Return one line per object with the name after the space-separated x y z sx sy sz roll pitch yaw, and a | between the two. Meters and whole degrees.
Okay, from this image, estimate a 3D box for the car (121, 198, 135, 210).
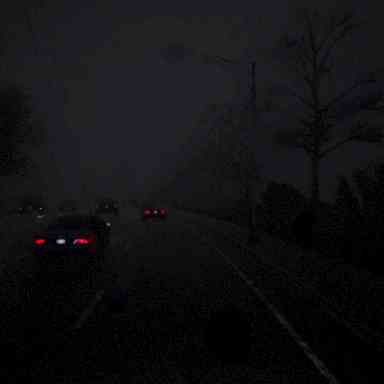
-7.969 1.484 42.086 2.128 1.511 4.902 0 0 -21 | car

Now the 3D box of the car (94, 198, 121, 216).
-8.244 1.347 31.904 2.097 1.767 4.553 0 0 -16 | car

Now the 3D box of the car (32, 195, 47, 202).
-32.804 1.430 71.445 1.812 1.442 4.674 0 0 -39 | car

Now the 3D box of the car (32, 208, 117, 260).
-4.258 1.549 12.540 2.033 1.411 5.357 0 0 -7 | car

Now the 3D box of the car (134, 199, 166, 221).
-3.286 1.540 27.028 2.033 1.411 5.357 0 0 -13 | car

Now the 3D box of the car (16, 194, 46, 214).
-16.841 1.216 35.401 2.150 2.045 5.566 0 0 -19 | car

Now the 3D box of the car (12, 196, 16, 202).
-36.889 1.502 70.869 1.895 1.301 4.718 0 0 -39 | car

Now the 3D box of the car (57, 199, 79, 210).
-13.384 1.501 36.005 1.837 1.490 4.892 0 -1 -19 | car
